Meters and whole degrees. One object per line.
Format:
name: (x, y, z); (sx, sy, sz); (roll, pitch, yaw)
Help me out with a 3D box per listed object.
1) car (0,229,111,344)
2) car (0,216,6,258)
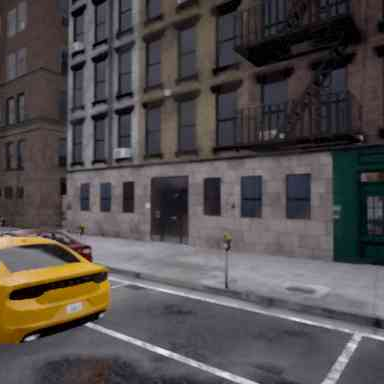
car: (-3.699, 1.625, 6.550); (5.008, 1.535, 1.882); (-1, -2, 39)
car: (-9.376, 1.717, 13.180); (4.097, 1.590, 1.967); (-1, -2, 37)
